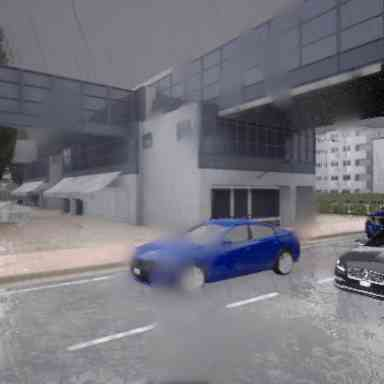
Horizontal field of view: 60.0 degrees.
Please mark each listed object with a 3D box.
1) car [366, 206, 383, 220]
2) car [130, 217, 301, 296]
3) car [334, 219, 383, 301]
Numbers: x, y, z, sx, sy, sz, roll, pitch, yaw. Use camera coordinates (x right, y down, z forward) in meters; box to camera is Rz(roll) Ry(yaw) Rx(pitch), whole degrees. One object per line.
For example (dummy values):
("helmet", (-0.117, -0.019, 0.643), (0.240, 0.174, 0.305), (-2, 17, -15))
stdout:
("car", (10.432, 1.219, 15.662), (5.566, 2.045, 2.150), (0, 0, -35))
("car", (0.808, 1.478, 8.859), (5.008, 1.535, 1.882), (0, 0, -36))
("car", (5.268, 1.506, 7.736), (4.892, 1.490, 1.837), (0, 0, -35))
